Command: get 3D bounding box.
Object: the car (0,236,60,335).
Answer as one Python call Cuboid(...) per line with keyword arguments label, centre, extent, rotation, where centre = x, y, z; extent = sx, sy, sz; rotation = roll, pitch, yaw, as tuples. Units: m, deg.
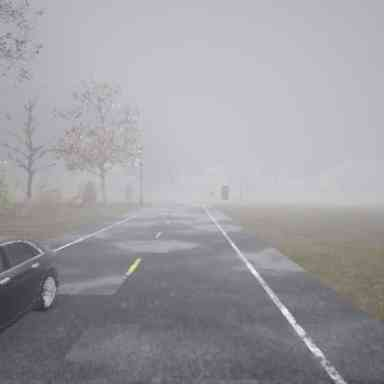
Cuboid(label="car", centre=(-3.599, 1.503, 4.906), extent=(1.837, 1.490, 4.892), rotation=(0, 0, 0))
